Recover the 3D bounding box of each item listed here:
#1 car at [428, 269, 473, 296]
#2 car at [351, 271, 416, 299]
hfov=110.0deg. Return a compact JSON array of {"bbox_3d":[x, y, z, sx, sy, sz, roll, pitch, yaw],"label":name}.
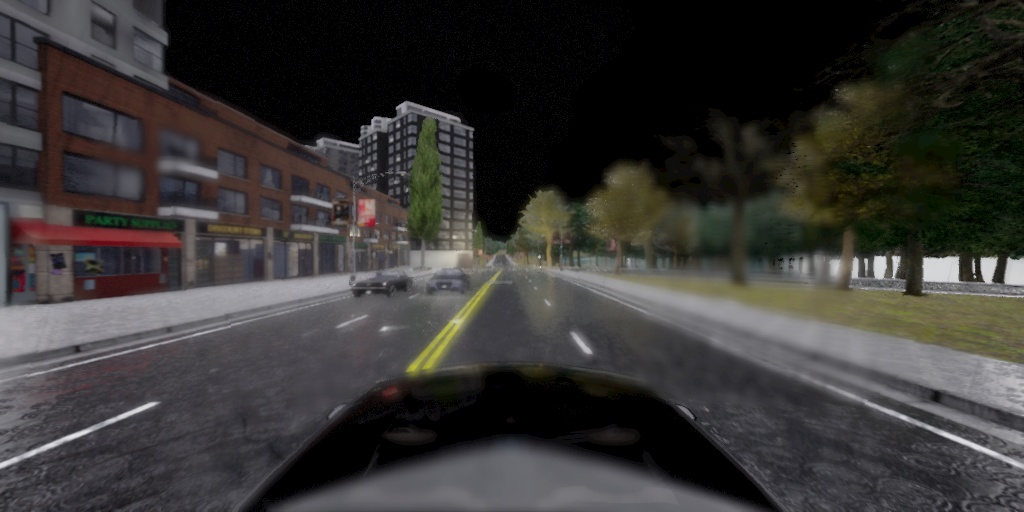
[{"bbox_3d":[-3.349,1.415,20.159,1.994,1.385,4.181,0,0,0],"label":"car"},{"bbox_3d":[-6.600,1.444,18.851,1.895,1.301,4.718,0,0,0],"label":"car"}]
